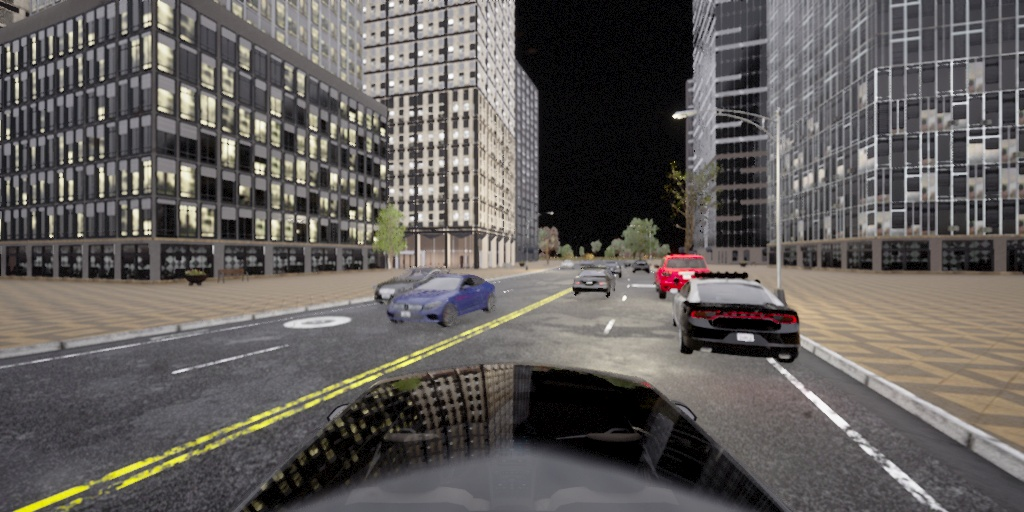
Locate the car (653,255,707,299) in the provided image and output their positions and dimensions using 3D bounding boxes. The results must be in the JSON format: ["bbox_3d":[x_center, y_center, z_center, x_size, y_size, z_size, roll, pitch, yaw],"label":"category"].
[{"bbox_3d":[8.430,0.993,17.941,2.150,2.045,5.566,0,0,20],"label":"car"}]

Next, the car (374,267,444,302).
[{"bbox_3d":[-3.917,1.267,15.863,2.128,1.511,4.902,0,0,21],"label":"car"}]

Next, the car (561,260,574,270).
[{"bbox_3d":[8.746,1.369,56.310,1.812,1.442,4.674,0,0,14],"label":"car"}]

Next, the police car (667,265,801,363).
[{"bbox_3d":[4.902,1.181,8.498,1.930,1.638,5.238,0,0,21],"label":"police car"}]

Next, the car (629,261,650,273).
[{"bbox_3d":[15.693,1.314,43.810,1.837,1.490,4.892,0,0,16],"label":"car"}]

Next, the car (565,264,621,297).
[{"bbox_3d":[4.503,1.321,19.288,2.033,1.411,5.357,0,0,20],"label":"car"}]

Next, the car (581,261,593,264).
[{"bbox_3d":[10.613,1.376,50.535,2.033,1.411,5.357,0,0,15],"label":"car"}]

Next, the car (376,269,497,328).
[{"bbox_3d":[-2.011,1.293,11.740,1.812,1.442,4.674,0,0,21],"label":"car"}]

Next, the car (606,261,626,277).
[{"bbox_3d":[10.004,1.346,35.844,2.033,1.411,5.357,0,0,16],"label":"car"}]

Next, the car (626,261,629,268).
[{"bbox_3d":[20.210,1.448,61.468,1.895,1.301,4.718,0,0,13],"label":"car"}]
